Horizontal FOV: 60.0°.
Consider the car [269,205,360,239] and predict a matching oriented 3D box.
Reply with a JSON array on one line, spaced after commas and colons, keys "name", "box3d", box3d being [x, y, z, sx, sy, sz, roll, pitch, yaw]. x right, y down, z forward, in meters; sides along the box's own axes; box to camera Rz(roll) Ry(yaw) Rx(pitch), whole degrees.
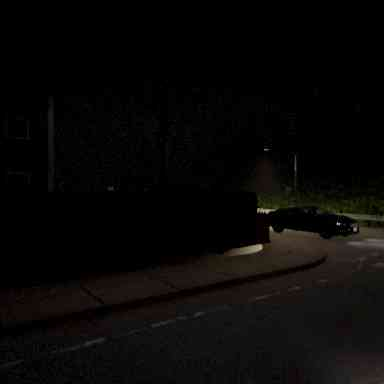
[{"name": "car", "box3d": [6.138, 1.472, 17.385, 2.128, 1.511, 4.902, 0, 0, -35]}]
